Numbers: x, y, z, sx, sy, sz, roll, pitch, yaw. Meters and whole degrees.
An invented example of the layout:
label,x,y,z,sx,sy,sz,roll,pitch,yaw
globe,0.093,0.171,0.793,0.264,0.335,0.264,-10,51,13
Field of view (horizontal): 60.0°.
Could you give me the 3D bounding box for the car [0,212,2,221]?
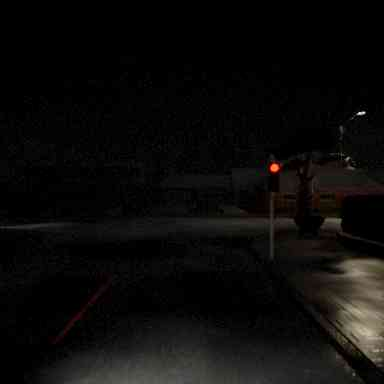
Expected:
label,x,y,z,sx,sy,sz,roll,pitch,yaw
car,-14.332,1.165,20.560,4.553,1.767,2.097,0,0,0
